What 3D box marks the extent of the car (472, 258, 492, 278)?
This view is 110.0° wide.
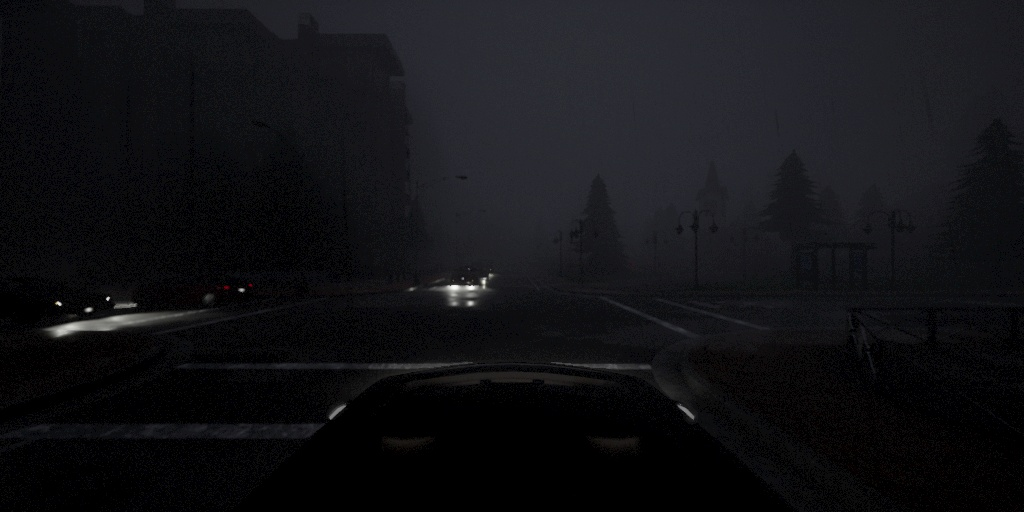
[{"bbox_3d":[-3.635,1.373,38.540,2.097,1.767,4.553,0,0,0],"label":"car"}]

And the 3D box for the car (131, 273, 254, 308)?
[{"bbox_3d":[-13.567,1.431,15.387,4.181,1.385,1.994,0,-1,2],"label":"car"}]

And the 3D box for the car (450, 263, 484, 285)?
[{"bbox_3d":[-3.622,1.511,28.402,1.994,1.385,4.181,0,0,0],"label":"car"}]

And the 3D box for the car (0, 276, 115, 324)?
[{"bbox_3d":[-16.610,1.388,11.789,5.357,1.411,2.033,0,0,-1],"label":"car"}]

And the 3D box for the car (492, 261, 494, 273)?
[{"bbox_3d":[-3.632,1.317,48.925,2.150,2.045,5.566,0,0,0],"label":"car"}]

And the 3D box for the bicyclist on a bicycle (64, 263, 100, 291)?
[{"bbox_3d":[-22.995,1.196,19.202,0.582,1.620,1.656,0,0,-1],"label":"bicyclist on a bicycle"}]
